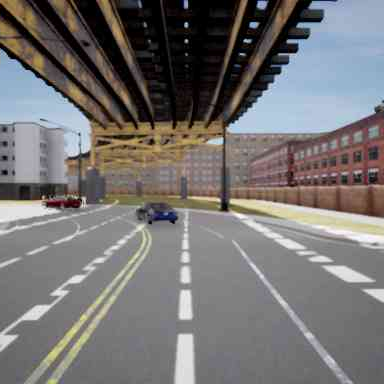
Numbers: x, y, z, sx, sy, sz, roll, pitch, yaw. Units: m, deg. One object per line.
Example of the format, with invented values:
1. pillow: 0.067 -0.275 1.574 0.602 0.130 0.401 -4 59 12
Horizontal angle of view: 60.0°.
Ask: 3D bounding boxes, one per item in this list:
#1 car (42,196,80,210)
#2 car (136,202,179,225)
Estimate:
1. car: -14.750 1.214 37.396 5.008 1.535 1.882 1 0 31
2. car: -2.510 1.386 22.893 2.033 1.411 5.357 0 0 -21
